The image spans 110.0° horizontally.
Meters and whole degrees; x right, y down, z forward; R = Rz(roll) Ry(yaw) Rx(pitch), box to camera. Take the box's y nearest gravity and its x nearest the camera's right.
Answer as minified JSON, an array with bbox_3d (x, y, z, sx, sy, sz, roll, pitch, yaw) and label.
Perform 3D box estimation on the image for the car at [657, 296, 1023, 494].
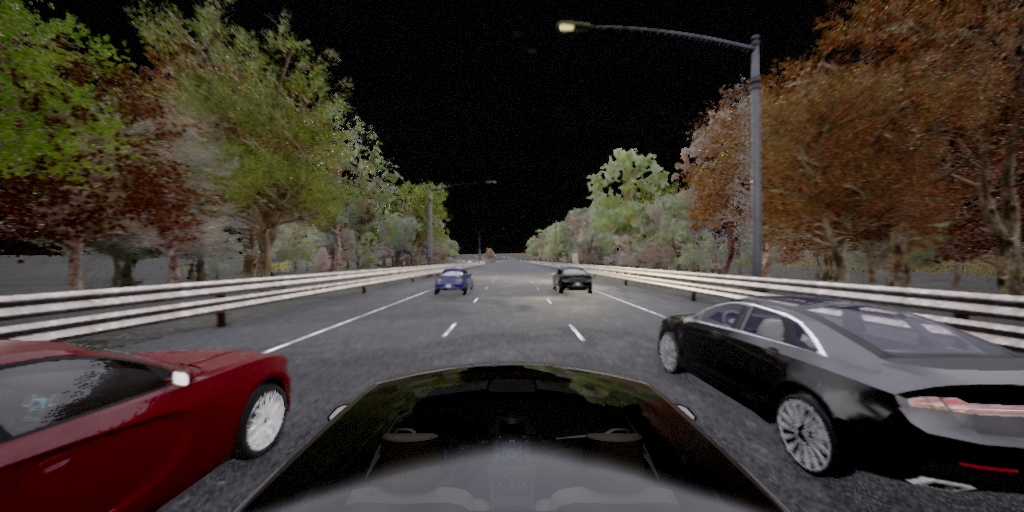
[{"bbox_3d":[3.599,1.269,4.731,2.128,1.511,4.902,0,-1,0],"label":"car"}]

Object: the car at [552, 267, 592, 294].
[{"bbox_3d":[3.596,1.417,22.066,1.882,1.535,5.008,0,-1,0],"label":"car"}]

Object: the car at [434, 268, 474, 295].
[{"bbox_3d":[-3.404,1.459,21.491,1.812,1.442,4.674,0,-1,0],"label":"car"}]

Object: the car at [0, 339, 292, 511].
[{"bbox_3d":[-3.401,1.230,2.020,1.882,1.535,5.008,0,-1,0],"label":"car"}]
